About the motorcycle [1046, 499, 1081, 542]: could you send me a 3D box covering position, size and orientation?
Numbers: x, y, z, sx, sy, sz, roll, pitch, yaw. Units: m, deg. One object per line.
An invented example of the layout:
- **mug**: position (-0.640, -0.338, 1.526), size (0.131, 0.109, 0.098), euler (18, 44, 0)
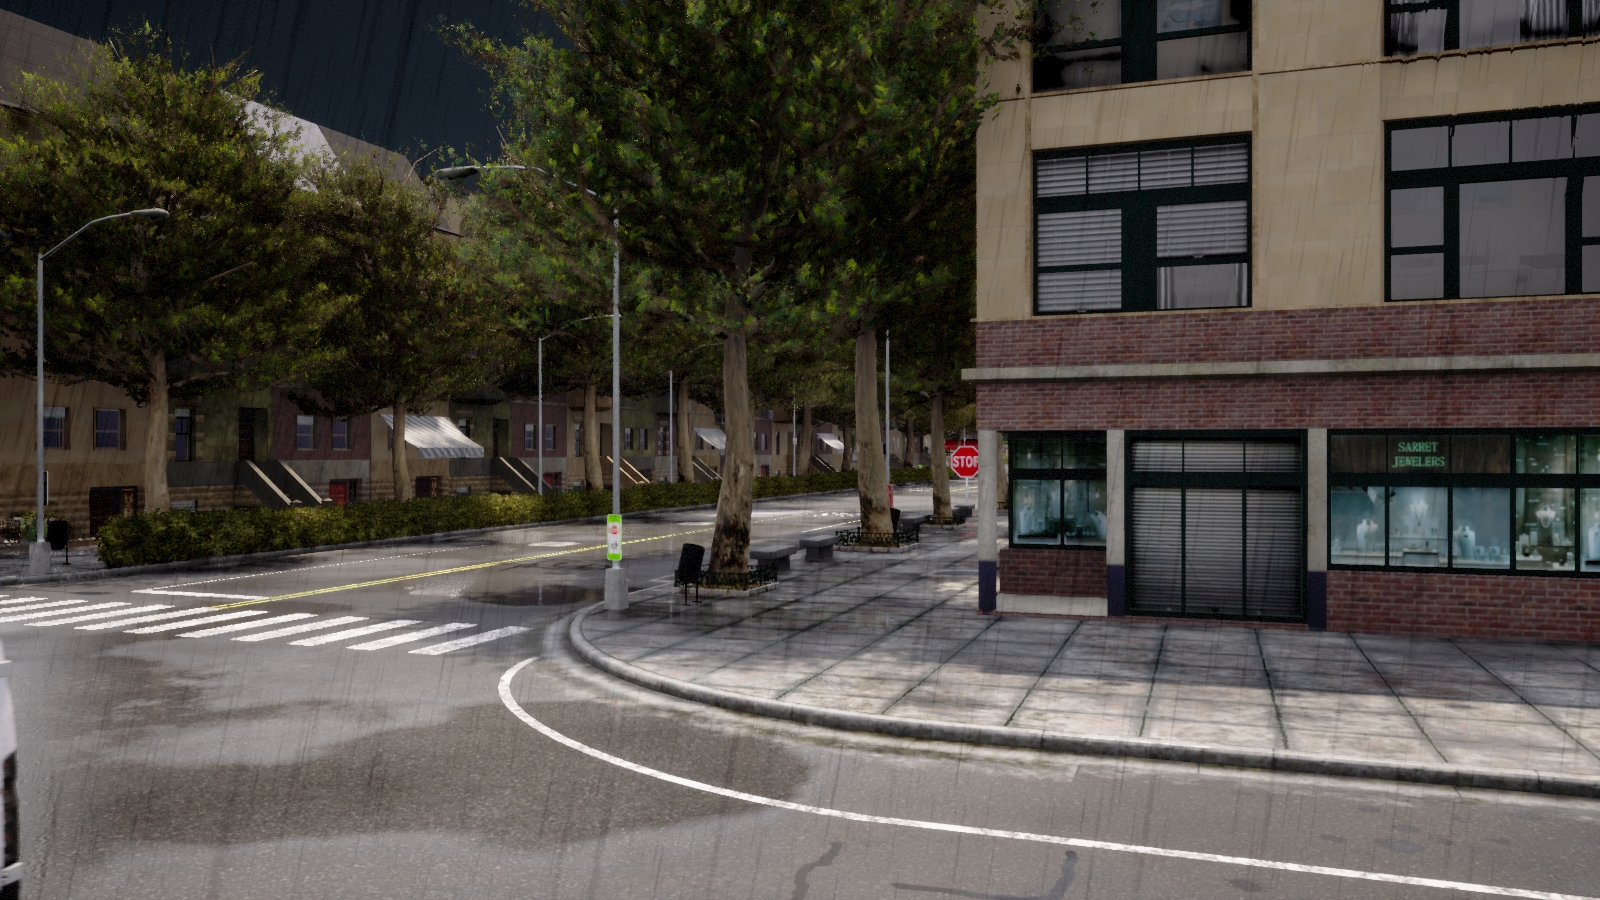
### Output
- **motorcycle**: position (8.234, 2.184, 35.669), size (0.856, 1.236, 1.805), euler (0, 0, 20)

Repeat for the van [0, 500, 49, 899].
- **van**: position (-6.895, 1.538, 5.823), size (5.915, 2.561, 1.988), euler (0, 0, 20)
